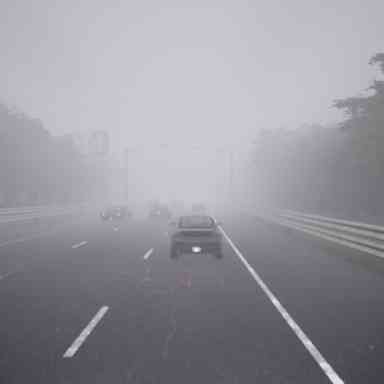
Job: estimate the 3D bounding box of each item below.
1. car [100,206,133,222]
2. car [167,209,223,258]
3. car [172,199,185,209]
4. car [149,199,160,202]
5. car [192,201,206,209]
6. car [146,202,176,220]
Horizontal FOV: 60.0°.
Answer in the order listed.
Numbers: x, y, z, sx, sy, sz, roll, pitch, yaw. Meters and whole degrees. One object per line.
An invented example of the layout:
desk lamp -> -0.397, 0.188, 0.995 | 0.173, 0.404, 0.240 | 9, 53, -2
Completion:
car -> -6.552, 1.919, 29.486 | 1.895, 1.301, 4.718 | 0, -1, 1
car -> 0.176, 1.655, 13.409 | 1.837, 1.490, 4.892 | 0, 0, 1
car -> -2.254, 1.894, 52.708 | 2.097, 1.767, 4.553 | 0, 0, 2
car -> -5.789, 1.886, 52.187 | 2.097, 1.767, 4.553 | 0, 0, 2
car -> 0.957, 2.026, 45.879 | 1.812, 1.442, 4.674 | 0, -1, 2
car -> -2.969, 1.918, 32.464 | 1.994, 1.385, 4.181 | 0, -1, 1
